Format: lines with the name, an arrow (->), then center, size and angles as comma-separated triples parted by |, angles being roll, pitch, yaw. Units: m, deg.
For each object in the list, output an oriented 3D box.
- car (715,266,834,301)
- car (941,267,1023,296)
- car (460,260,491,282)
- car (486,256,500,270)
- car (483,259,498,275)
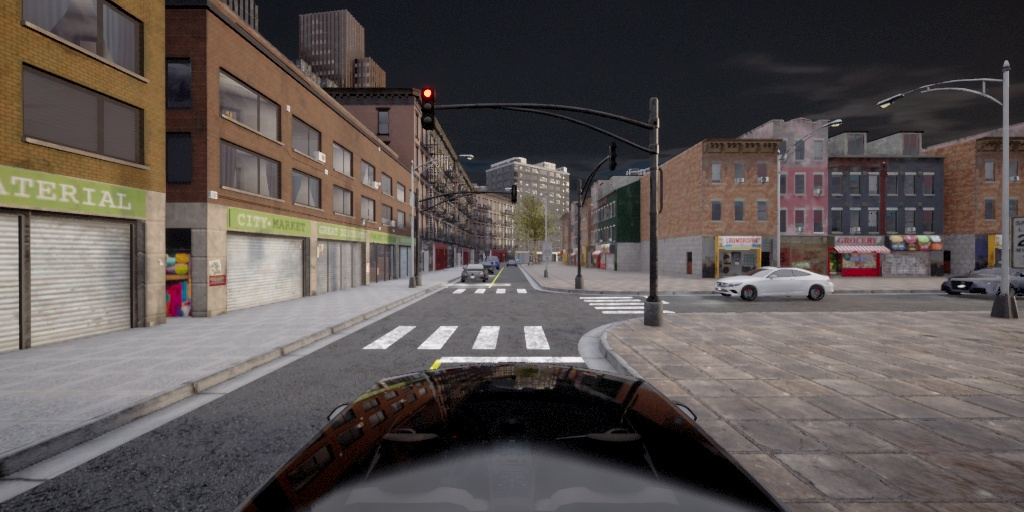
car -> 11.752, 1.200, 16.221 | 4.674, 1.442, 1.812 | 0, 0, 1
car -> 22.393, 1.182, 16.271 | 4.181, 1.385, 1.994 | 0, 0, 0
car -> -2.902, 1.279, 28.688 | 1.812, 1.442, 4.674 | 0, 0, 0
car -> -2.941, 0.997, 52.625 | 2.150, 2.045, 5.566 | 0, 0, 0
car -> -2.936, 1.309, 39.977 | 2.033, 1.411, 5.357 | 0, 0, 0
